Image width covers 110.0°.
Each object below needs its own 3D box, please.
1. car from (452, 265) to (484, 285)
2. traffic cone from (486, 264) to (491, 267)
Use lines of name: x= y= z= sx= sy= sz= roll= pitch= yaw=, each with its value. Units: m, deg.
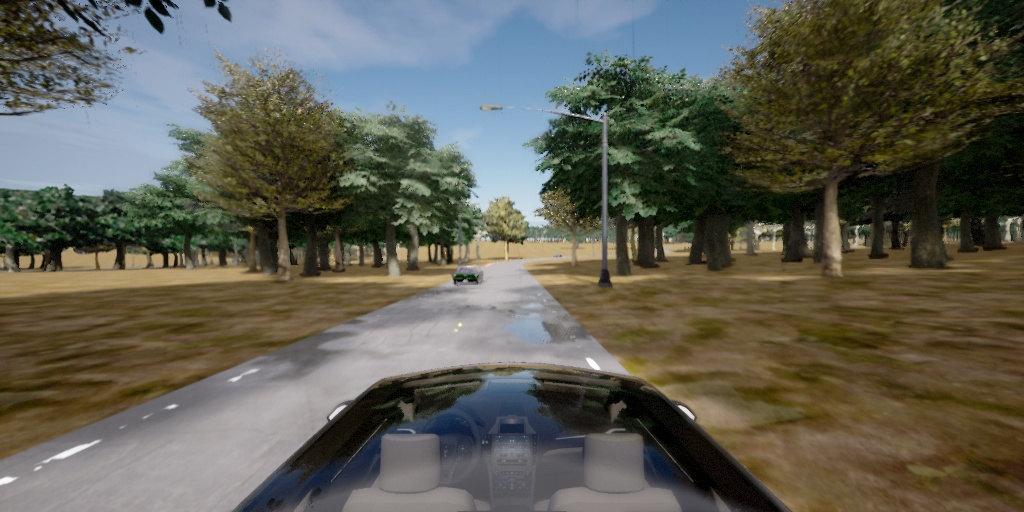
car: x=-3.101 y=1.362 z=26.057 sx=1.895 sy=1.301 sz=4.718 roll=0 pitch=0 yaw=0
traffic cone: x=-4.207 y=1.516 z=60.624 sx=0.340 sy=0.580 sz=0.340 roll=0 pitch=0 yaw=0
